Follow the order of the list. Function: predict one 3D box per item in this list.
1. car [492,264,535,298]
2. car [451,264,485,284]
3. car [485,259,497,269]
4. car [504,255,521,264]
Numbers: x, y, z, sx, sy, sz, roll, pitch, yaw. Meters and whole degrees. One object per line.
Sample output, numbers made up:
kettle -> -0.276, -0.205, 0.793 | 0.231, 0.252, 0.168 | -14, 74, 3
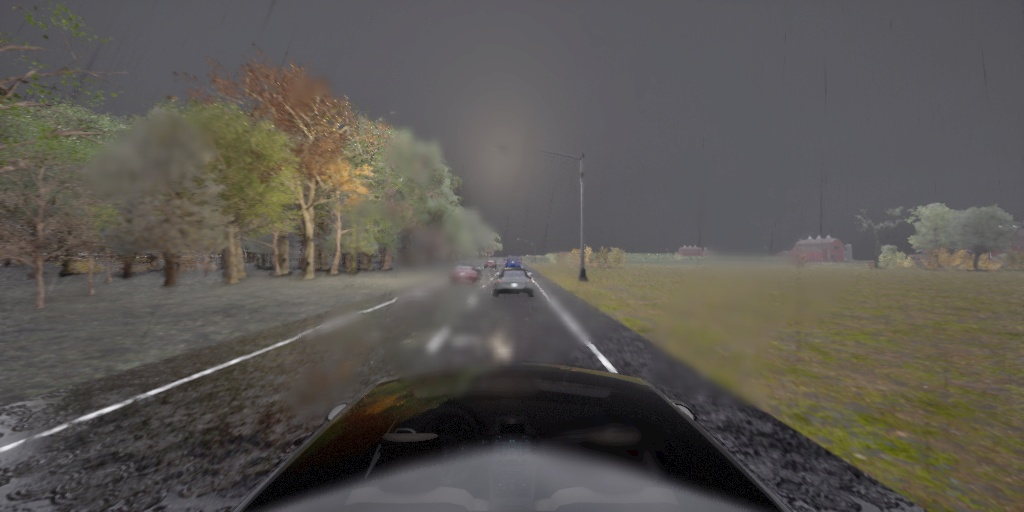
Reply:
car -> 0.113, 1.310, 18.554 | 1.994, 1.385, 4.181 | 0, 0, 0
car -> -3.382, 1.307, 27.261 | 1.994, 1.385, 4.181 | 0, 0, 0
car -> -3.364, 1.250, 57.229 | 1.812, 1.442, 4.674 | 0, 0, 0
car -> 0.130, 0.950, 50.017 | 2.150, 2.045, 5.566 | 0, 0, 0
